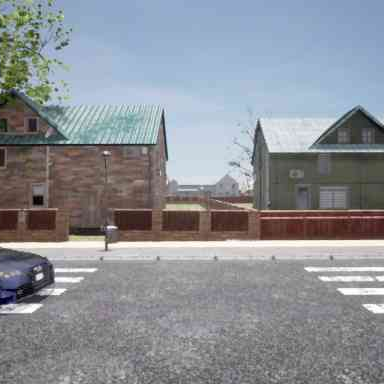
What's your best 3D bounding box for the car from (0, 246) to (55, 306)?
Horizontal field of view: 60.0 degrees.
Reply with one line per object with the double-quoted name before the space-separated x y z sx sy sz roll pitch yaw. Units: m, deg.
"car" -5.198 1.621 7.053 4.181 1.385 1.994 -1 -1 1
